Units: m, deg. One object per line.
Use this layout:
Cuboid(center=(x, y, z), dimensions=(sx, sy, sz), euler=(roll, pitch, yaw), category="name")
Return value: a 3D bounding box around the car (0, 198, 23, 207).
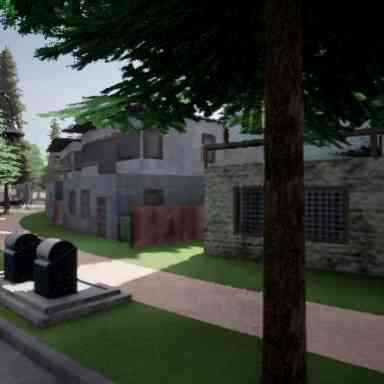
Cuboid(center=(-28.181, 1.619, 51.423), dimensions=(1.882, 1.535, 5.008), euler=(0, 0, 3), category="car")
